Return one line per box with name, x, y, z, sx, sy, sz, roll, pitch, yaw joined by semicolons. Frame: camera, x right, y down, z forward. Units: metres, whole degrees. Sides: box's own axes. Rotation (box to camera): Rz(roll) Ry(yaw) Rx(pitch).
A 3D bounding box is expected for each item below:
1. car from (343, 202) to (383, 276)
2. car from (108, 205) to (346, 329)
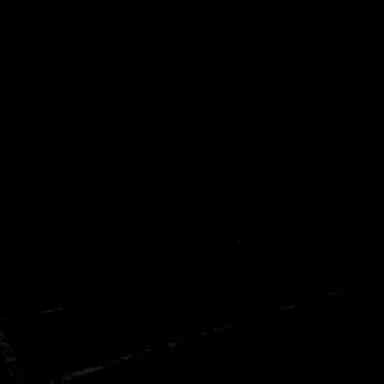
car;5.415;1.275;10.386;5.009;1.841;2.192;0;0;-35
car;0.821;1.297;7.113;5.009;1.841;2.192;0;0;-35
